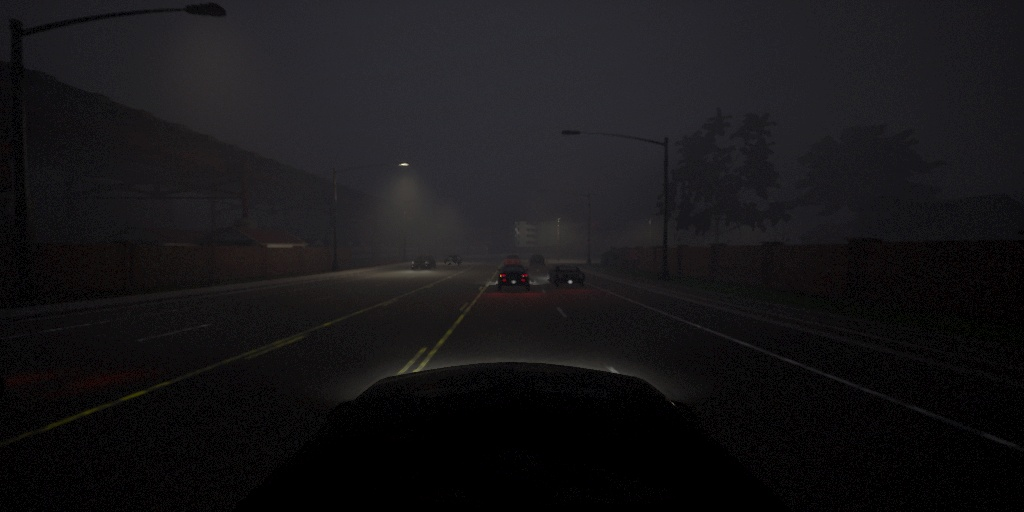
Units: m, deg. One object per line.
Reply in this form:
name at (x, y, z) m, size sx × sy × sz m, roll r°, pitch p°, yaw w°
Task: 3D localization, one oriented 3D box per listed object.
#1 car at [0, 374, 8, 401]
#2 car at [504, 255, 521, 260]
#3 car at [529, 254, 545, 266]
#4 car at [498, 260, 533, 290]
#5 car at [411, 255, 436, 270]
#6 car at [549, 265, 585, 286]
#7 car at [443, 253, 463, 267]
car at (-7.098, 1.313, 2.509) m, size 1.994 × 1.385 × 4.181 m, roll 0°, pitch 0°, yaw 0°
car at (0.088, 0.622, 46.390) m, size 2.097 × 1.767 × 4.553 m, roll 0°, pitch 1°, yaw 0°
car at (3.587, 0.491, 52.128) m, size 2.097 × 1.767 × 4.553 m, roll 0°, pitch 1°, yaw 0°
car at (0.094, 1.218, 22.024) m, size 1.812 × 1.442 × 4.674 m, roll 0°, pitch 1°, yaw 0°
car at (-10.514, 0.699, 42.895) m, size 2.097 × 1.767 × 4.553 m, roll 0°, pitch 2°, yaw 0°
car at (3.593, 1.271, 24.312) m, size 1.895 × 1.301 × 4.718 m, roll 0°, pitch 1°, yaw 0°
car at (-7.012, 0.460, 43.094) m, size 1.837 × 1.490 × 4.892 m, roll 0°, pitch 1°, yaw 0°
